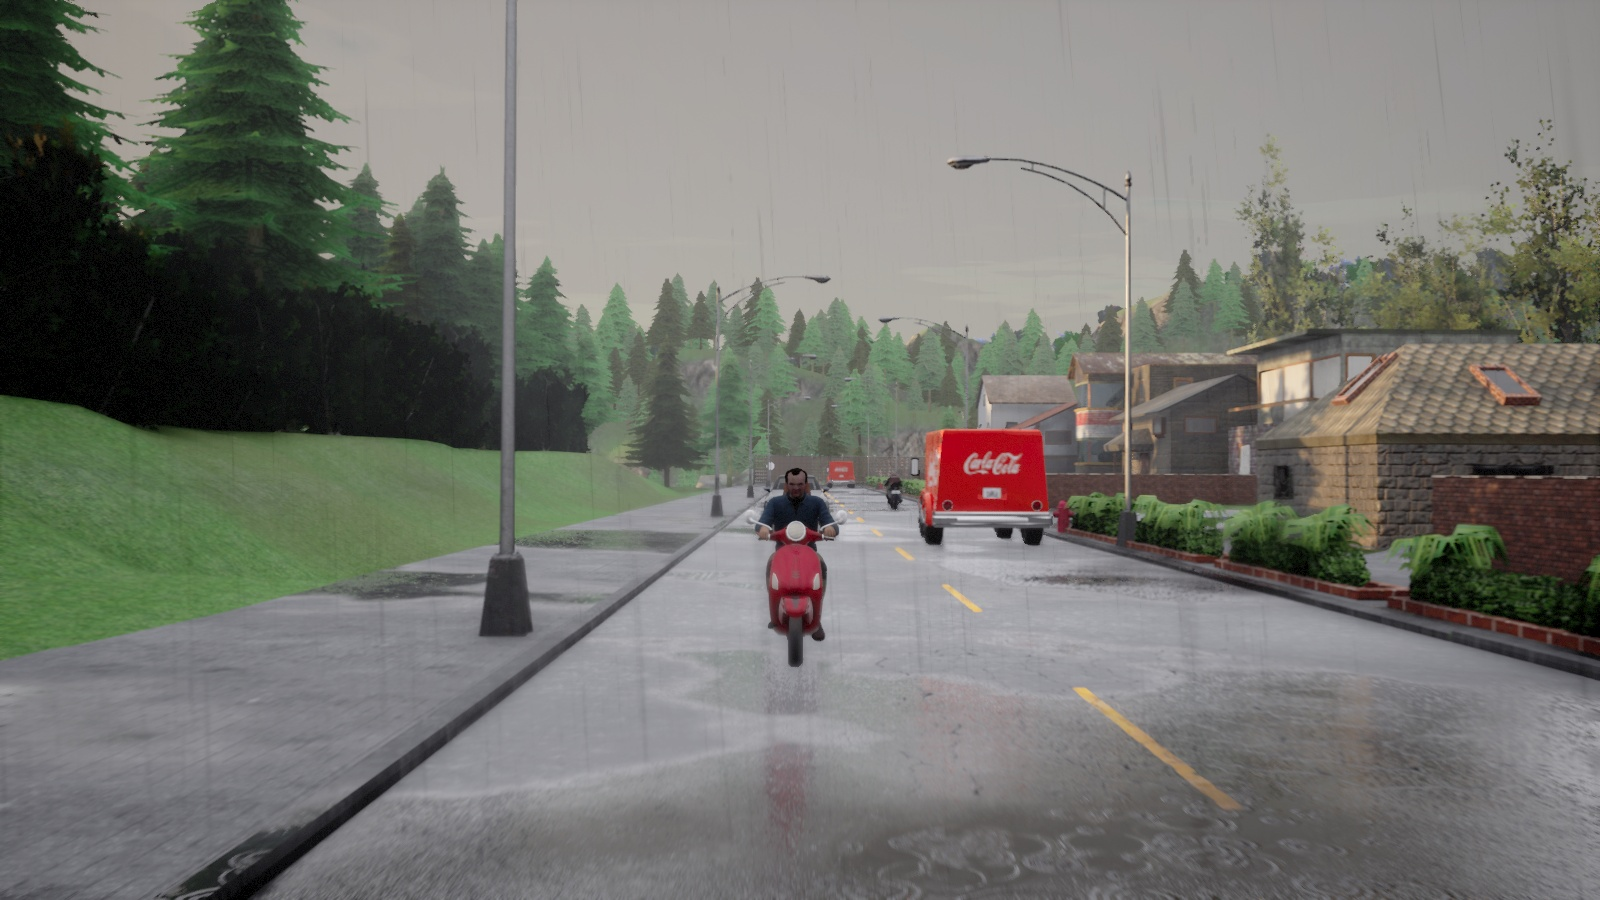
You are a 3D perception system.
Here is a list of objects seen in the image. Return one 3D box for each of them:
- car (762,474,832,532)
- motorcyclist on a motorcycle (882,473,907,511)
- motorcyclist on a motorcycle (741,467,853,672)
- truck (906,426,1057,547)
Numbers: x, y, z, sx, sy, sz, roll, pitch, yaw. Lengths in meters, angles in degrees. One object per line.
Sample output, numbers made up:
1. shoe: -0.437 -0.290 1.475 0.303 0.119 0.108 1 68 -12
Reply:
1. car: -0.084 1.408 34.647 1.816 1.474 4.193 0 -1 0
2. motorcyclist on a motorcycle: 3.882 1.703 51.893 0.866 1.530 2.191 0 -1 0
3. motorcyclist on a motorcycle: -0.026 0.948 10.715 0.866 1.590 1.817 0 -1 0
4. truck: 3.929 0.785 28.251 2.627 2.467 5.204 0 -1 0
